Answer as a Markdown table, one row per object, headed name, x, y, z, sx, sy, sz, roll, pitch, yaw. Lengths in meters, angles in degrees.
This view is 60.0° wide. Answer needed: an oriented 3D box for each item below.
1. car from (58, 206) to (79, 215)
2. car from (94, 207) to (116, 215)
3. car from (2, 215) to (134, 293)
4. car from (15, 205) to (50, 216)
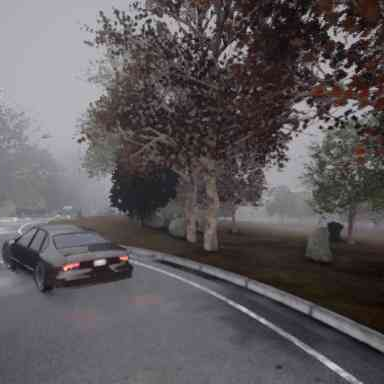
| name | x | y | z | sx | sy | sz | roll | pitch | yaw |
| --- | --- | --- | --- | --- | --- | --- | --- | --- | --- |
| car | -17.955 | 2.730 | 48.779 | 1.812 | 1.442 | 4.674 | 0 | -4 | 2 |
| car | -14.056 | 3.256 | 55.532 | 2.128 | 1.511 | 4.902 | 0 | -5 | 2 |
| car | -3.658 | 1.597 | 9.142 | 2.033 | 1.411 | 5.357 | 0 | 0 | -41 |
| car | -18.295 | 2.163 | 38.360 | 1.895 | 1.301 | 4.718 | 0 | -3 | 2 |
